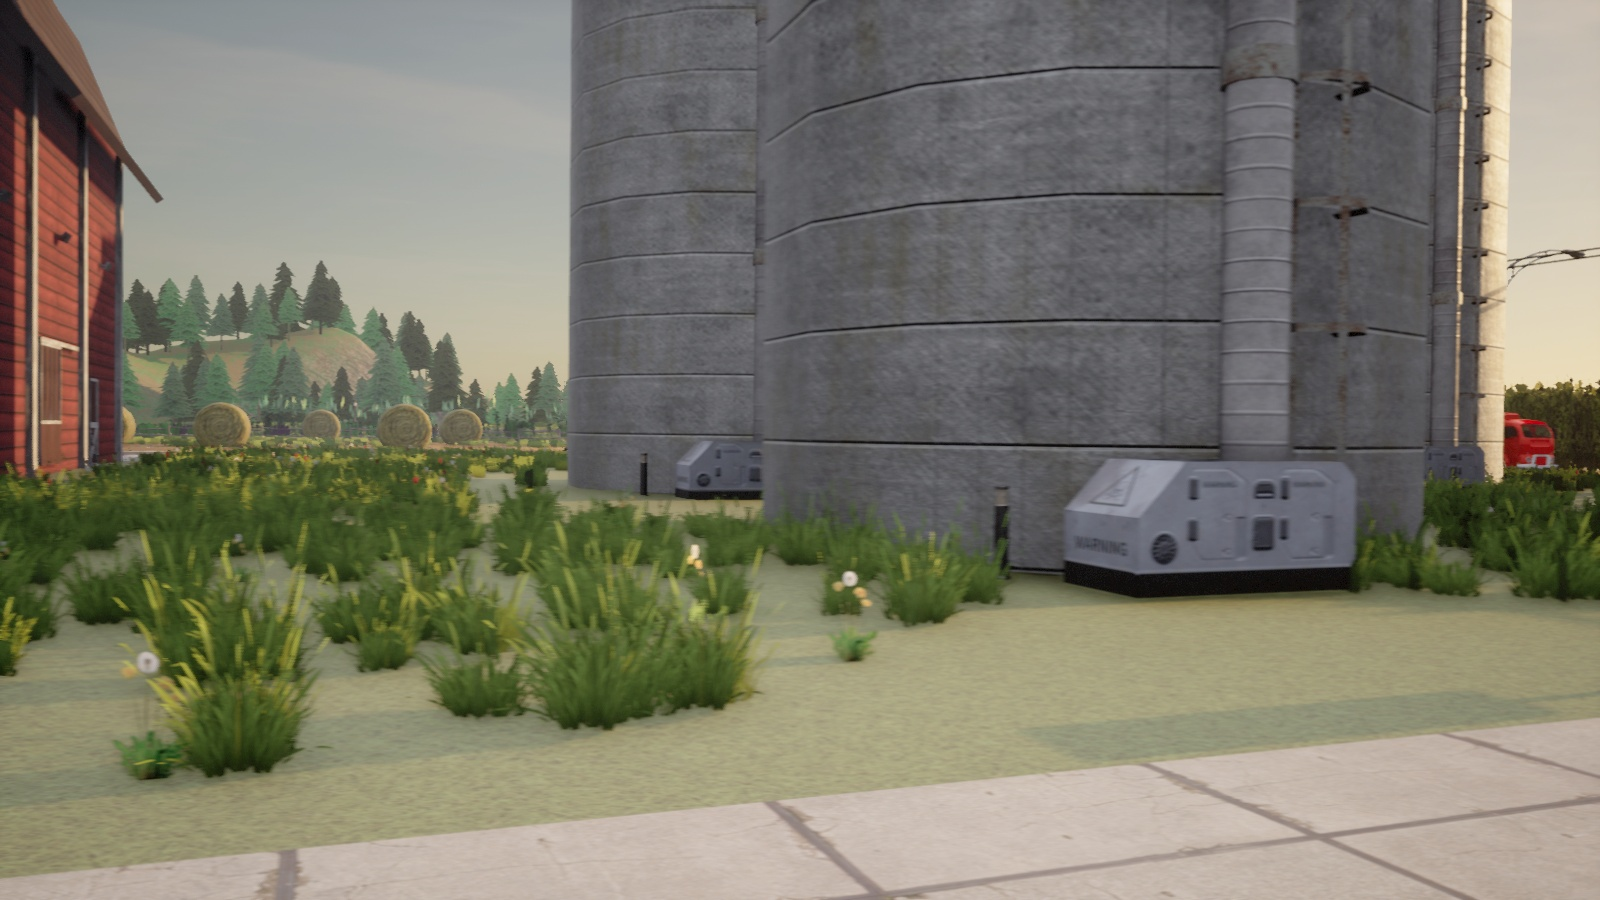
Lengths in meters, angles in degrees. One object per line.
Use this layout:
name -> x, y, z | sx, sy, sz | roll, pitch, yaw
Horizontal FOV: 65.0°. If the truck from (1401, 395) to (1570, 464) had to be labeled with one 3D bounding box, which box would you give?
truck -> 26.065, -0.738, 47.970 | 2.627, 2.467, 5.204 | -1, 0, -20
